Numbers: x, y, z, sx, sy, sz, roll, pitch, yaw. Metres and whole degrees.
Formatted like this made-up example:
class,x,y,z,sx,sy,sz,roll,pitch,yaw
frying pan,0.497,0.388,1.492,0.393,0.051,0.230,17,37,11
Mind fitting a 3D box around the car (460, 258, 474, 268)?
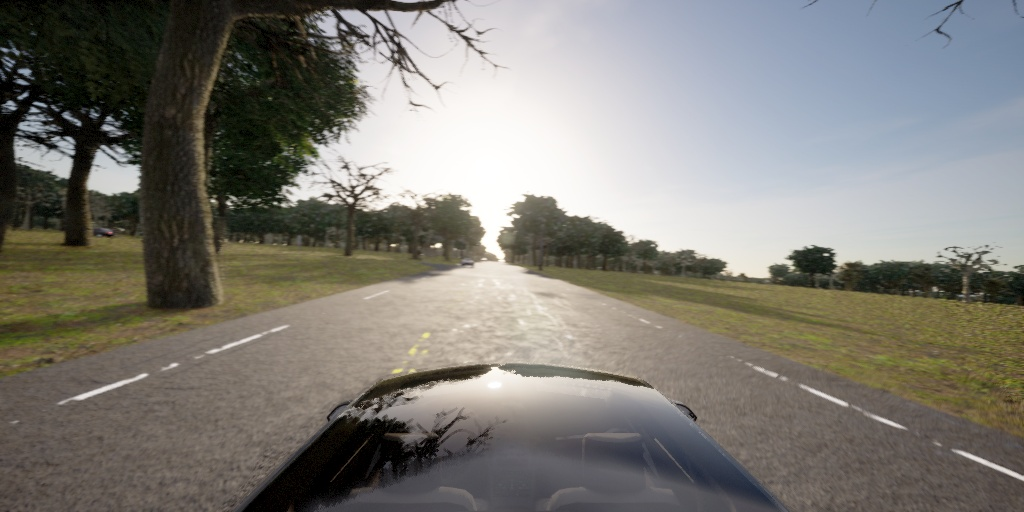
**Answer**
class,x,y,z,sx,sy,sz,roll,pitch,yaw
car,-6.734,1.022,54.509,1.994,1.385,4.181,4,-1,-4
